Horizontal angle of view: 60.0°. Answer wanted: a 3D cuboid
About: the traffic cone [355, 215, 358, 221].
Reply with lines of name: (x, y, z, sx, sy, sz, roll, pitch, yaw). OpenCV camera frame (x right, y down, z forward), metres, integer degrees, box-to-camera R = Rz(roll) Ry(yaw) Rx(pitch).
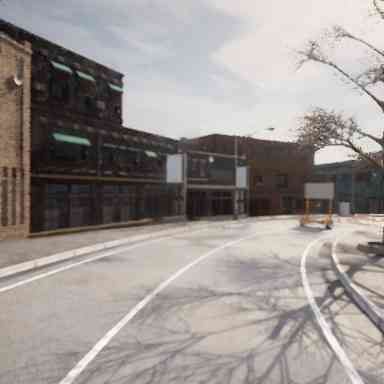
traffic cone: (16.949, 2.687, 34.311, 0.340, 0.580, 0.340, 2, 0, -42)

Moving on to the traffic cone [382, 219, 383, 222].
traffic cone: (19.773, 2.764, 34.168, 0.340, 0.580, 0.340, 2, 0, -42)

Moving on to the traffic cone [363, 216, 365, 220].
traffic cone: (18.433, 2.731, 35.651, 0.340, 0.580, 0.340, 2, 0, -42)

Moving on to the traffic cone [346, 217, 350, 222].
traffic cone: (15.466, 2.642, 32.971, 0.340, 0.580, 0.340, 2, 0, -42)

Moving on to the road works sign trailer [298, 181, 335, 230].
road works sign trailer: (9.915, 0.963, 25.765, 2.880, 3.560, 2.380, 2, -1, -45)
